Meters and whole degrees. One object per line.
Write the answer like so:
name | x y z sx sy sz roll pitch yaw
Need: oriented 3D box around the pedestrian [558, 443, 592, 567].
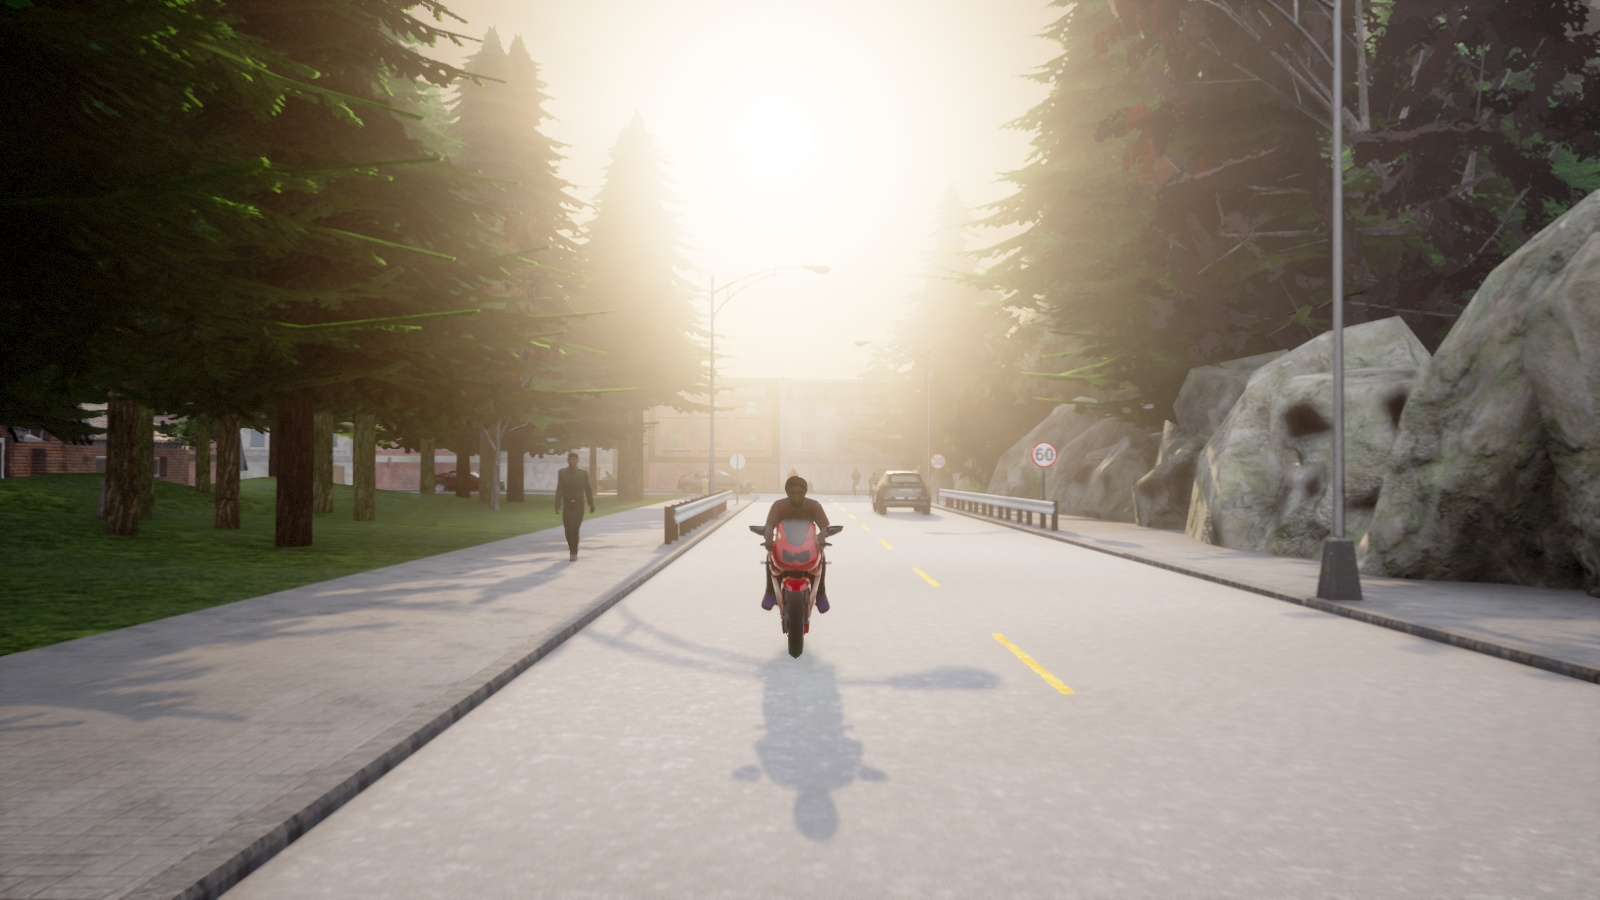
pedestrian | -3.618 0.877 20.208 0.423 1.949 0.788 0 -1 -2

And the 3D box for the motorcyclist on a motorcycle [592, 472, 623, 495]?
motorcyclist on a motorcycle | -13.261 2.297 86.437 2.044 1.523 0.797 0 -1 0

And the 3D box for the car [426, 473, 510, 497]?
car | -21.777 2.259 82.405 5.008 1.535 1.882 0 -1 0

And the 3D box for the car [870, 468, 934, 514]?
car | 3.811 1.527 47.687 2.033 1.649 4.856 0 -1 0

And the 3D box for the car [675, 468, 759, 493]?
car | -5.370 1.985 81.759 5.027 1.651 2.152 0 -1 13

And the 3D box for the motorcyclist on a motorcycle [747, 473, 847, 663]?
motorcyclist on a motorcycle | -0.026 0.986 11.105 0.797 1.523 2.044 0 -2 0
